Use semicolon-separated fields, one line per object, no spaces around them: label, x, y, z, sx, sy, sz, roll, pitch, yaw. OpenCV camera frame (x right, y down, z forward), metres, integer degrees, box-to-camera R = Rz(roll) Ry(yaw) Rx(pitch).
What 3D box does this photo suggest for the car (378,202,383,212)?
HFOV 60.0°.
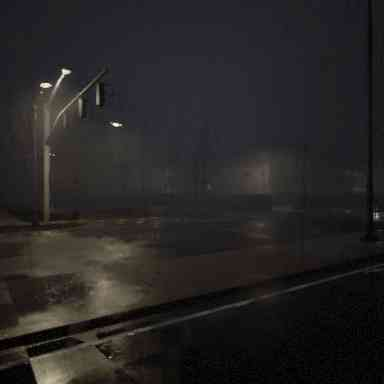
car;24.011;1.587;39.369;5.008;1.535;1.882;0;0;-33
